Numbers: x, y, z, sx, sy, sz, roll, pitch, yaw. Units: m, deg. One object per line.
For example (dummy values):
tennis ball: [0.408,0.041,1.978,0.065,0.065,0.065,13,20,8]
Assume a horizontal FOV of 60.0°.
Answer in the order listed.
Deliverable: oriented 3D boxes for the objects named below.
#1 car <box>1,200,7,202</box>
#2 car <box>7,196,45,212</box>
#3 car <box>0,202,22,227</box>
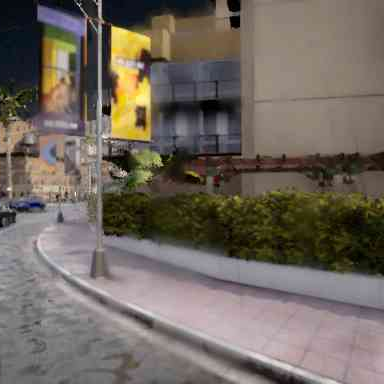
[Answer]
car: [-26.440,1.922,47.758,2.128,1.511,4.902,0,-1,6]
car: [-23.026,1.641,47.057,2.150,2.045,5.566,0,-1,6]
car: [-14.358,1.727,24.518,1.837,1.490,4.892,0,0,-14]
